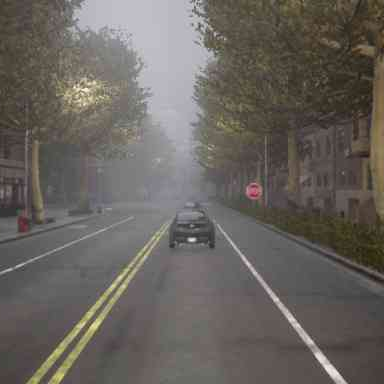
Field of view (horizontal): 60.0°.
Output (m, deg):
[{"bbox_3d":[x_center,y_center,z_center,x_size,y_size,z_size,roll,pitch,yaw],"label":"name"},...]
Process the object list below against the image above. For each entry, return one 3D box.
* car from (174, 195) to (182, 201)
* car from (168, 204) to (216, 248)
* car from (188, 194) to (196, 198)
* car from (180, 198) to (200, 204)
[{"bbox_3d":[-3.500,1.461,82.692,1.882,1.535,5.008,0,0,0],"label":"car"},{"bbox_3d":[0.000,1.513,14.650,1.837,1.490,4.892,0,0,0],"label":"car"},{"bbox_3d":[0.000,1.367,90.543,1.812,1.442,4.674,0,0,5],"label":"car"},{"bbox_3d":[0.000,1.530,29.650,1.812,1.442,4.674,0,0,0],"label":"car"}]
